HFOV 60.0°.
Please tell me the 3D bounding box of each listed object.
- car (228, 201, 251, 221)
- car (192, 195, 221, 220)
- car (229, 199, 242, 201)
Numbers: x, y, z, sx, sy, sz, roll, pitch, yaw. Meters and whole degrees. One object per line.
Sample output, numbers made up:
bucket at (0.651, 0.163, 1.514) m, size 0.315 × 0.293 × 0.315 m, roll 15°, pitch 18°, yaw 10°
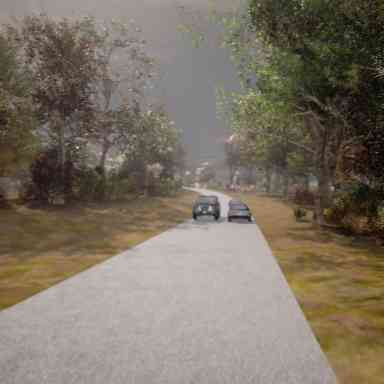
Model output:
car at (4.116, 1.728, 28.910) m, size 1.994 × 1.385 × 4.181 m, roll 0°, pitch 0°, yaw 8°
car at (1.406, 1.327, 29.806) m, size 2.150 × 2.045 × 5.566 m, roll 1°, pitch 0°, yaw 8°
car at (5.821, 1.574, 44.306) m, size 1.994 × 1.385 × 4.181 m, roll 0°, pitch 1°, yaw 5°
